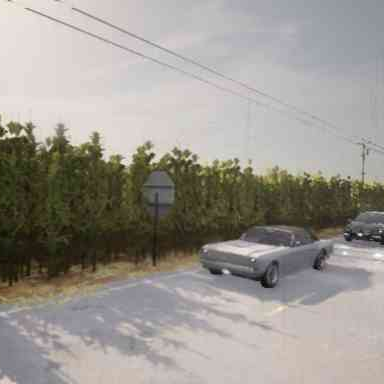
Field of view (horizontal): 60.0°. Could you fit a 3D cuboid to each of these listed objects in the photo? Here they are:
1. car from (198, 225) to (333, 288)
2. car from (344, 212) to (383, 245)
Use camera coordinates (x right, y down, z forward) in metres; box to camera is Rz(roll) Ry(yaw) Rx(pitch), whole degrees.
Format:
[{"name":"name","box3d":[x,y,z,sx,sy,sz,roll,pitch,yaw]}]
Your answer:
[{"name":"car","box3d":[2.340,1.681,9.692,1.895,1.301,4.718,2,0,43]},{"name":"car","box3d":[9.589,1.825,17.470,1.837,1.490,4.892,2,0,43]}]
